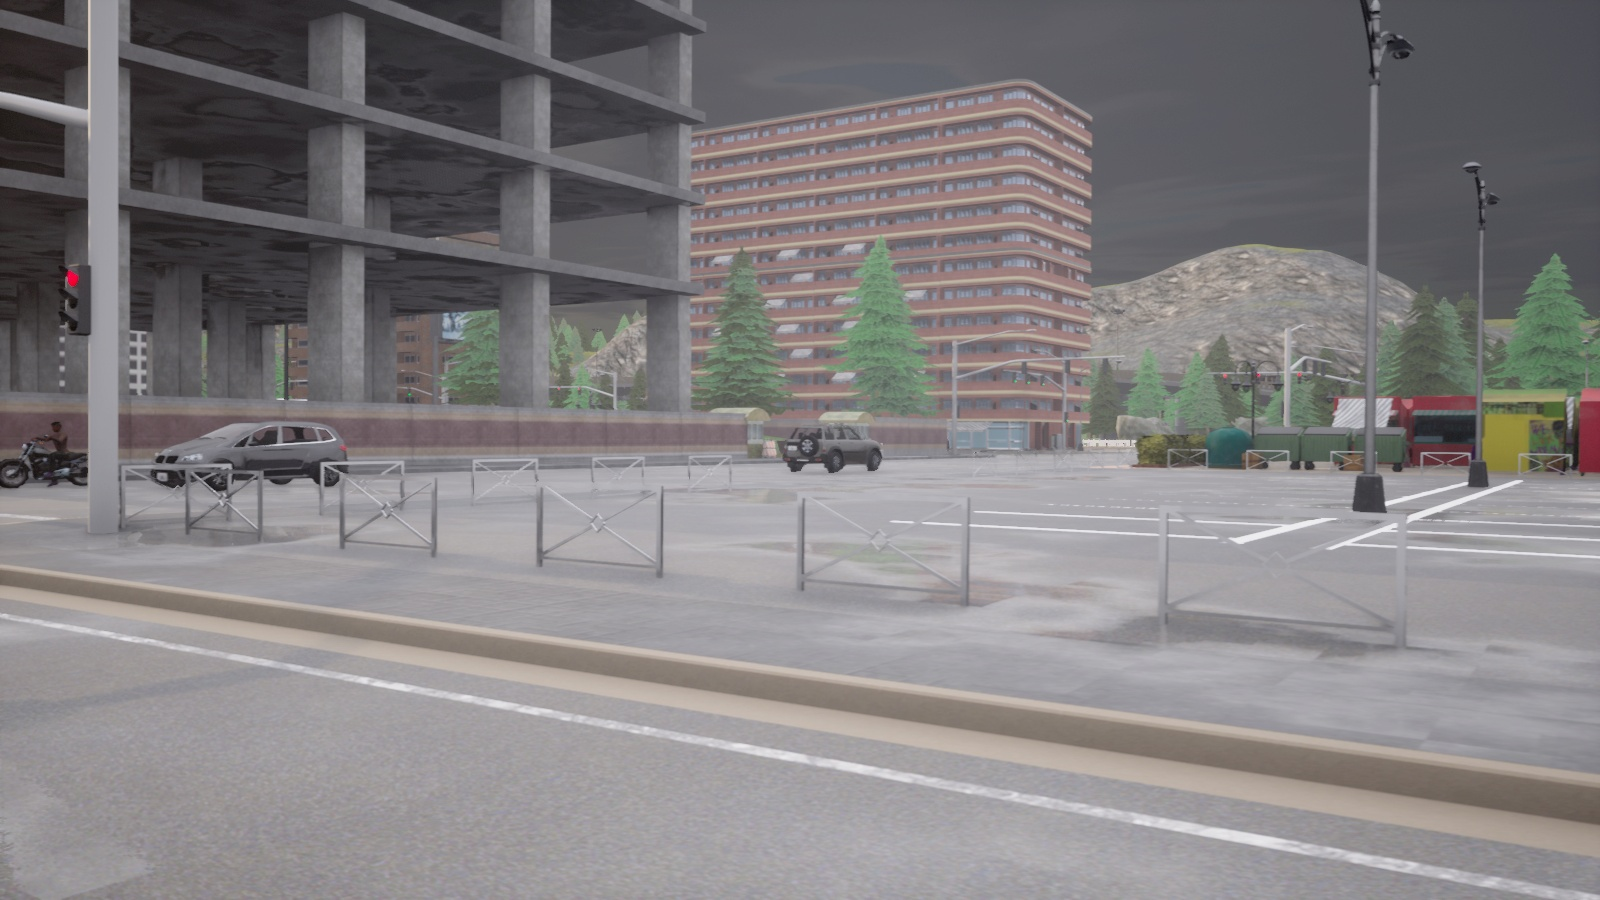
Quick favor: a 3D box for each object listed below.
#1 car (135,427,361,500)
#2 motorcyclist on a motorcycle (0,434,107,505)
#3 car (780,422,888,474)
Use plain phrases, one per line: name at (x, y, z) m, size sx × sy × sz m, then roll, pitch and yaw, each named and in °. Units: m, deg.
car at (-13.540, 0.275, 31.060) m, size 2.242 × 1.667 × 4.611 m, roll 0°, pitch 1°, yaw 33°
motorcyclist on a motorcycle at (-18.179, 0.440, 30.376) m, size 0.766 × 1.649 × 2.350 m, roll 0°, pitch 1°, yaw 33°
car at (1.338, -0.115, 47.288) m, size 1.932 × 1.855 × 4.605 m, roll 0°, pitch 1°, yaw 33°
